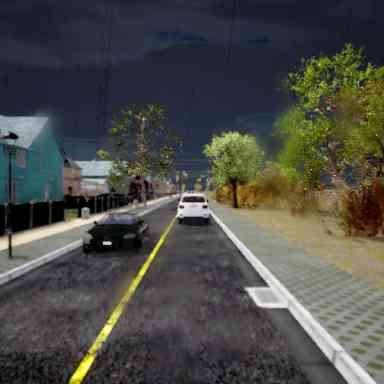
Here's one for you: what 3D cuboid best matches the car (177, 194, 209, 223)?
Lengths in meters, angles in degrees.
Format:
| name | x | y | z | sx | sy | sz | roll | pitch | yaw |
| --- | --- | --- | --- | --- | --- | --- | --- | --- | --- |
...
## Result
| name | x | y | z | sx | sy | sz | roll | pitch | yaw |
| --- | --- | --- | --- | --- | --- | --- | --- | --- | --- |
| car | 0.096 | 1.149 | 24.826 | 2.150 | 2.045 | 5.566 | 0 | 0 | 0 |

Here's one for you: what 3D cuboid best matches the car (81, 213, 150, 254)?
| name | x | y | z | sx | sy | sz | roll | pitch | yaw |
| --- | --- | --- | --- | --- | --- | --- | --- | --- | --- |
| car | -2.842 | 1.524 | 13.134 | 1.994 | 1.385 | 4.181 | 0 | 0 | 0 |

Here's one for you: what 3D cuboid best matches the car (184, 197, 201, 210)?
| name | x | y | z | sx | sy | sz | roll | pitch | yaw |
| --- | --- | --- | --- | --- | --- | --- | --- | --- | --- |
| car | 0.093 | 1.423 | 42.464 | 2.033 | 1.411 | 5.357 | 0 | 0 | 0 |
